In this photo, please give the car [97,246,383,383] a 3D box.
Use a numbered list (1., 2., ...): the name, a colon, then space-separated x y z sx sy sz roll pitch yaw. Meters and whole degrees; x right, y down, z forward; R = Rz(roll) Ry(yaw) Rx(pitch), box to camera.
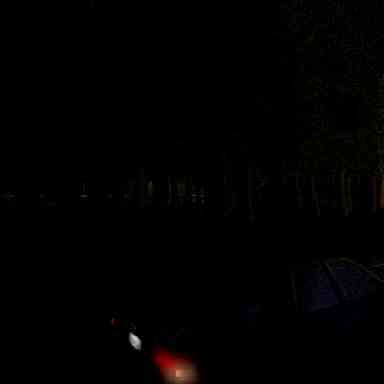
1. car: 1.467 1.538 4.793 5.357 1.411 2.033 0 0 -36
